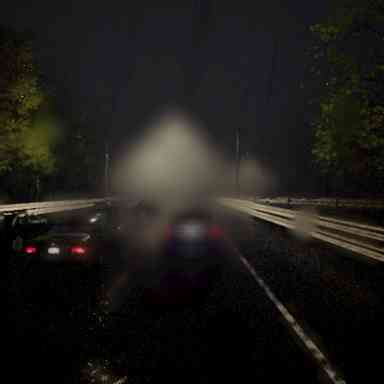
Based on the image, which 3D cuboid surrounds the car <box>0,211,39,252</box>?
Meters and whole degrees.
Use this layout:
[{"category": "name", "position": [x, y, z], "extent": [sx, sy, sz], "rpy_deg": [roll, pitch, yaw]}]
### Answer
[{"category": "car", "position": [-7.029, 1.490, 13.104], "extent": [2.128, 1.511, 4.902], "rpy_deg": [0, 0, 0]}]

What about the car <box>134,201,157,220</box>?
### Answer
[{"category": "car", "position": [-3.747, 1.509, 28.218], "extent": [1.837, 1.490, 4.892], "rpy_deg": [0, 0, -1]}]

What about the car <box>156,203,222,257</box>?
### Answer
[{"category": "car", "position": [-0.029, 1.349, 13.069], "extent": [2.097, 1.767, 4.553], "rpy_deg": [0, 0, 0]}]

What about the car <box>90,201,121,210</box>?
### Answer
[{"category": "car", "position": [-7.247, 1.510, 28.149], "extent": [1.837, 1.490, 4.892], "rpy_deg": [0, 0, -1]}]

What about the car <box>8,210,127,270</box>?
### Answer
[{"category": "car", "position": [-3.528, 1.546, 11.010], "extent": [2.033, 1.411, 5.357], "rpy_deg": [0, 0, 0]}]

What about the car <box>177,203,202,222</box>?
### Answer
[{"category": "car", "position": [-0.241, 1.603, 27.639], "extent": [1.895, 1.301, 4.718], "rpy_deg": [0, 0, -1]}]
